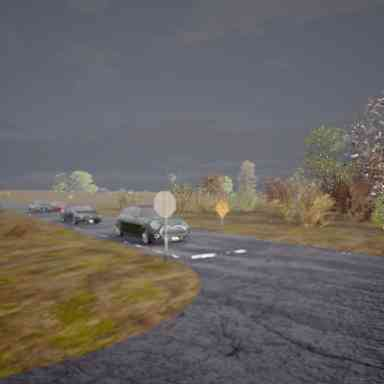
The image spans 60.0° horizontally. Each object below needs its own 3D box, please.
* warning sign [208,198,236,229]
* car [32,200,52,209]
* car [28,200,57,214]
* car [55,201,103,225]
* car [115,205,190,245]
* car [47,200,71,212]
[{"bbox_3d":[1.884,1.310,20.877,1.300,1.860,1.060,1,-1,-36],"label":"warning sign"},{"bbox_3d":[-23.026,1.853,51.006,1.895,1.301,4.718,1,-1,-36],"label":"car"},{"bbox_3d":[-17.094,1.737,37.477,1.994,1.385,4.181,1,-1,-35],"label":"car"},{"bbox_3d":[-8.653,1.686,25.680,2.033,1.411,5.357,1,-1,-36],"label":"car"},{"bbox_3d":[-2.041,1.463,16.476,2.097,1.767,4.553,1,-1,-36],"label":"car"},{"bbox_3d":[-17.164,1.792,42.923,1.994,1.385,4.181,1,-1,-35],"label":"car"}]
